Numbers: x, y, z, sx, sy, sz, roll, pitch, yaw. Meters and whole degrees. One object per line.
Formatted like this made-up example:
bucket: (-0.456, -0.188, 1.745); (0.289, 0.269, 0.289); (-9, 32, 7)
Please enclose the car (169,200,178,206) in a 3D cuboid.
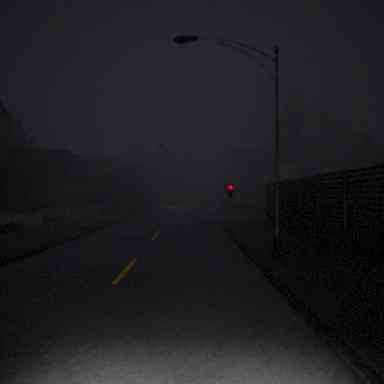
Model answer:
car: (-3.998, 2.505, 72.384); (1.882, 1.535, 5.008); (0, -1, 0)
